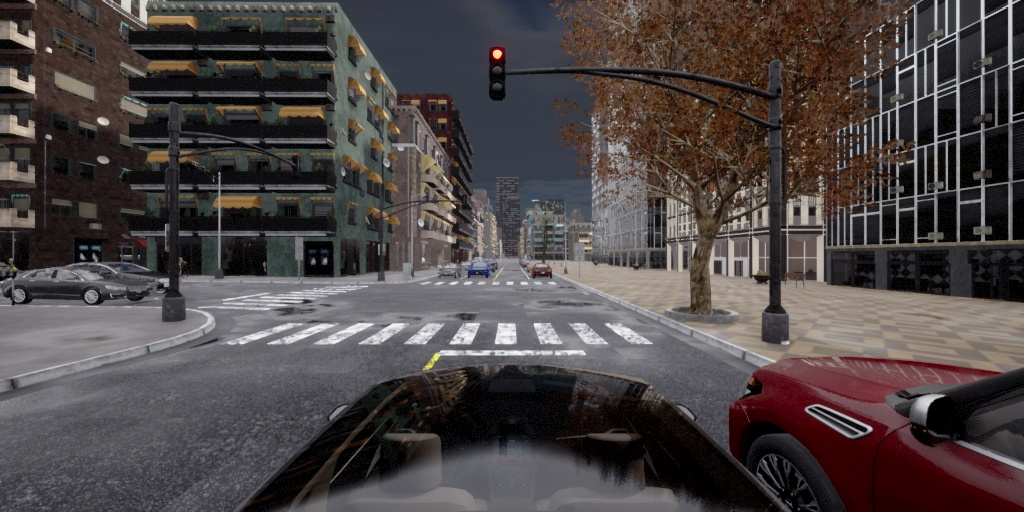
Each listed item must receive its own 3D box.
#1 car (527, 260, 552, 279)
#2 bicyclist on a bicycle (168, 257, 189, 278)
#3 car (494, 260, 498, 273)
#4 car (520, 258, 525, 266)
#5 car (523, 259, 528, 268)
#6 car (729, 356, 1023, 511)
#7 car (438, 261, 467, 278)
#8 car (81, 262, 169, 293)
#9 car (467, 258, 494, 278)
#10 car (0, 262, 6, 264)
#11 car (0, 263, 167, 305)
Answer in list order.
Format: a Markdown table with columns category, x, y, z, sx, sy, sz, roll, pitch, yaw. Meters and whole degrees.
| category | x | y | z | sx | sy | sz | roll | pitch | yaw |
| --- | --- | --- | --- | --- | --- | --- | --- | --- | --- |
| car | 2.692 | 1.307 | 33.071 | 1.888 | 1.381 | 4.507 | 0 | 0 | 0 |
| bicyclist on a bicycle | -23.168 | 0.761 | 24.917 | 0.582 | 1.620 | 1.656 | 1 | 0 | -1 |
| car | -3.087 | 1.337 | 44.357 | 1.994 | 1.385 | 4.181 | 0 | 0 | 0 |
| car | 2.694 | 1.375 | 60.734 | 1.802 | 1.307 | 4.207 | 0 | 0 | 0 |
| car | 2.693 | 1.298 | 44.307 | 1.751 | 1.417 | 4.829 | 0 | 0 | 0 |
| car | 2.692 | 1.065 | 0.684 | 2.192 | 1.841 | 5.009 | 0 | 0 | 0 |
| car | -5.688 | 1.312 | 33.072 | 2.007 | 1.370 | 4.403 | 0 | 0 | 0 |
| car | -18.042 | 1.013 | 16.230 | 4.902 | 1.511 | 2.128 | 1 | 0 | -1 |
| car | -3.091 | 1.241 | 34.359 | 1.882 | 1.535 | 5.008 | 0 | 0 | 0 |
| car | -30.546 | 0.953 | 19.308 | 4.718 | 1.301 | 1.895 | 1 | 0 | -1 |
| car | -16.434 | 1.091 | 13.656 | 4.403 | 1.370 | 2.007 | 0 | 0 | -1 |
